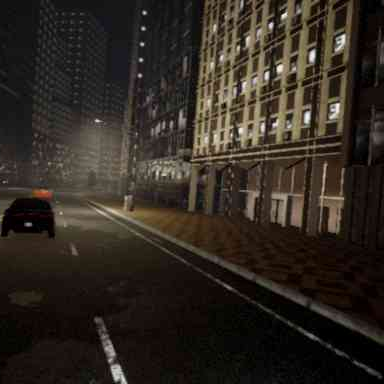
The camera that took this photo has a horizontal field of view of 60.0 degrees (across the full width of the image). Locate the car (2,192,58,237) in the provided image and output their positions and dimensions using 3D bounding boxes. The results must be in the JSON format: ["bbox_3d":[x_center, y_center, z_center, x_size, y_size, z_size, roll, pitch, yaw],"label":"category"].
[{"bbox_3d":[-7.047,0.980,14.686,1.882,1.535,5.008,4,0,-23],"label":"car"}]

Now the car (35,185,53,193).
[{"bbox_3d":[-19.198,0.002,43.194,2.097,1.767,4.553,4,0,-23],"label":"car"}]
